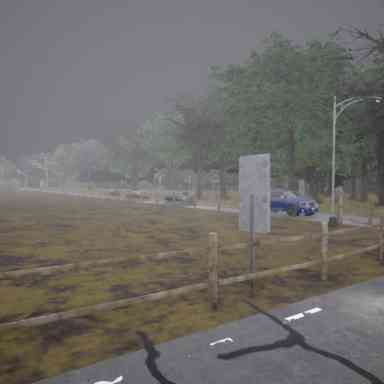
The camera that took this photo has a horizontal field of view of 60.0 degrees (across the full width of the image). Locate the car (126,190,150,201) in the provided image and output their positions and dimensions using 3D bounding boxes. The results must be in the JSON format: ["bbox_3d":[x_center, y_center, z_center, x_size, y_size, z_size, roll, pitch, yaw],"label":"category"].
[{"bbox_3d":[-7.733,0.475,47.665,1.882,1.535,5.008,0,1,-35],"label":"car"}]

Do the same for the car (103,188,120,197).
[{"bbox_3d":[-15.458,0.086,63.573,1.837,1.490,4.892,0,0,-35],"label":"car"}]

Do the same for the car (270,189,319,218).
[{"bbox_3d":[7.256,0.831,26.537,2.150,2.045,5.566,0,1,-36],"label":"car"}]

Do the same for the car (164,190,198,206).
[{"bbox_3d":[-1.305,0.613,38.583,2.097,1.767,4.553,0,1,-35],"label":"car"}]
